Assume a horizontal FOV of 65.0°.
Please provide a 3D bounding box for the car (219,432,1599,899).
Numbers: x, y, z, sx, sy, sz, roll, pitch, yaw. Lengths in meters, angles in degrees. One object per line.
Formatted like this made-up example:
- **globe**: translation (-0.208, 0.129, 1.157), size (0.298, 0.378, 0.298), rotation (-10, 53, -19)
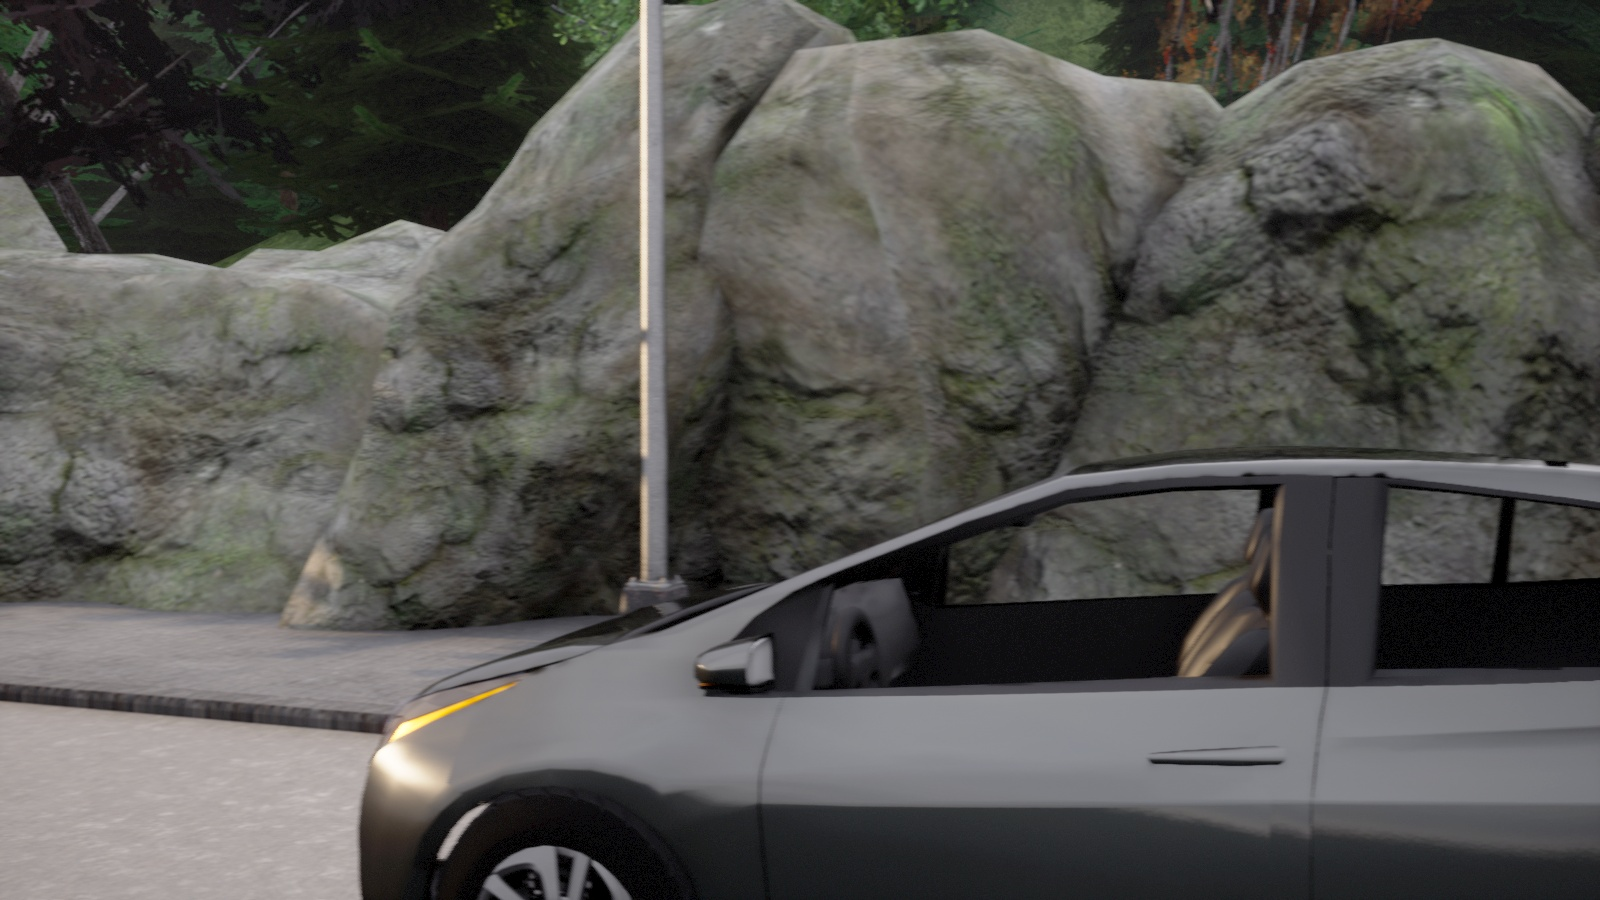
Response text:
- **car**: translation (1.004, 0.723, 3.383), size (4.514, 1.525, 2.007), rotation (0, 1, 19)
